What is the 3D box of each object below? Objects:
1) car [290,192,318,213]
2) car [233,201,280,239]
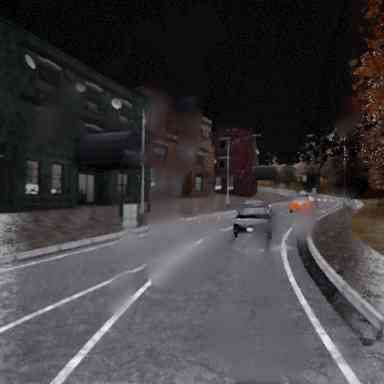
[{"bbox_3d":[11.376,1.133,33.623,2.097,1.767,4.553,0,0,29],"label":"car"},{"bbox_3d":[3.395,1.451,17.176,2.128,1.511,4.902,0,0,19],"label":"car"}]
